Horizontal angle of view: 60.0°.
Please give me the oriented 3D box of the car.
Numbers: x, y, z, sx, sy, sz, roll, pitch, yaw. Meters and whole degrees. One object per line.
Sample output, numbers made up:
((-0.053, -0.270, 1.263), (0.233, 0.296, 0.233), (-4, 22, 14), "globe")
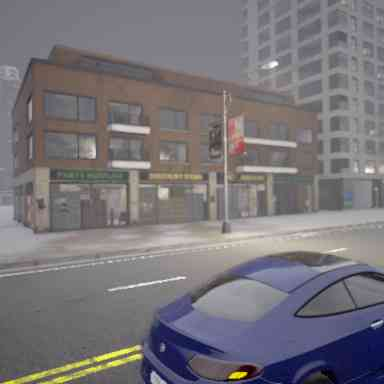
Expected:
((1.642, 1.516, 4.240), (4.674, 1.442, 1.812), (-1, 0, -32), "car")
